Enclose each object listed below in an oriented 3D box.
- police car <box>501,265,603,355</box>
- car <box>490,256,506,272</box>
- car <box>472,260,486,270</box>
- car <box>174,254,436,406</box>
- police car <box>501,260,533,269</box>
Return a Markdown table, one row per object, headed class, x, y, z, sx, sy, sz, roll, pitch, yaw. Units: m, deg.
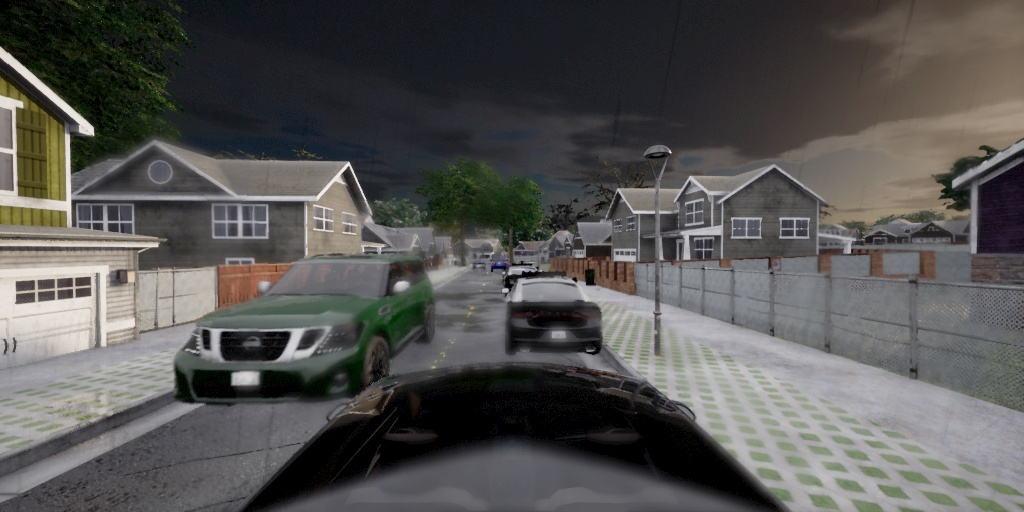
| class | x | y | z | sx | sy | sz | roll | pitch | yaw |
| --- | --- | --- | --- | --- | --- | --- | --- | --- | --- |
| police car | 0.777 | 1.176 | 8.854 | 1.930 | 1.638 | 5.238 | 0 | 0 | -1 |
| car | -1.706 | 1.055 | 47.464 | 2.150 | 2.045 | 5.566 | 0 | 0 | -3 |
| car | -4.870 | 1.341 | 53.383 | 2.128 | 1.511 | 4.902 | 0 | 0 | -3 |
| car | -2.896 | 0.972 | 6.618 | 2.150 | 2.045 | 5.566 | 0 | 0 | -1 |
| police car | 0.523 | 1.187 | 18.899 | 1.930 | 1.638 | 5.238 | 0 | 0 | -2 |
